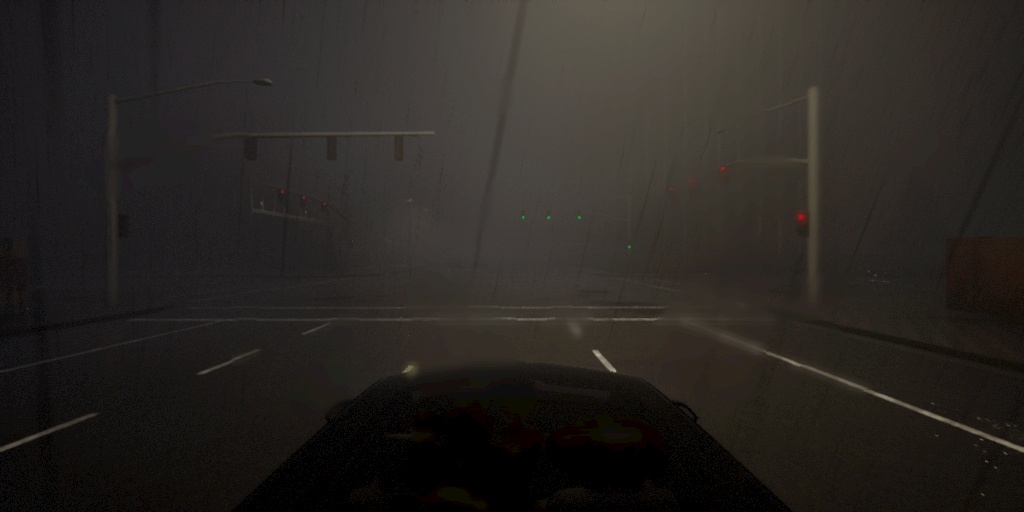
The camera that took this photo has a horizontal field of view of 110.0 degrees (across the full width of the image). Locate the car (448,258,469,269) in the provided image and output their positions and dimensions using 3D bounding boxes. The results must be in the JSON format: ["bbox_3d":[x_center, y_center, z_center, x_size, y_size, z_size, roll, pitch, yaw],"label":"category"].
[{"bbox_3d":[-8.018,1.111,51.981,2.128,1.511,4.902,0,0,-1],"label":"car"}]

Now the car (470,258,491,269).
[{"bbox_3d":[-4.515,1.099,51.760,1.882,1.535,5.008,0,0,-1],"label":"car"}]

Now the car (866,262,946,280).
[{"bbox_3d":[32.783,1.226,29.742,5.357,1.411,2.033,0,0,0],"label":"car"}]
